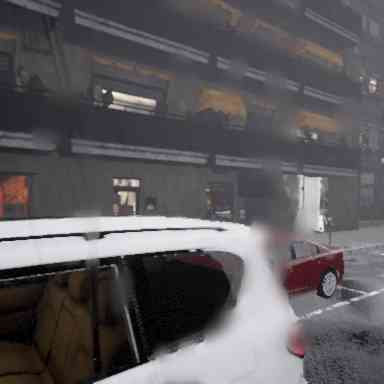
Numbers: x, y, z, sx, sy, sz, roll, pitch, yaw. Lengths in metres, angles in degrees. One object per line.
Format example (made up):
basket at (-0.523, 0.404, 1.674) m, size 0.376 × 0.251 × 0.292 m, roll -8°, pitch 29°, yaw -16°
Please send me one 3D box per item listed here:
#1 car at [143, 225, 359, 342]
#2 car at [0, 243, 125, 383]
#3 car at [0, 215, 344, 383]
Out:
car at (1.433, 1.587, 7.103) m, size 4.507 × 1.381 × 1.887 m, roll 1°, pitch 0°, yaw -35°
car at (-3.188, 1.563, 3.816) m, size 4.313 × 1.339 × 1.947 m, roll 1°, pitch 0°, yaw -35°
car at (-1.728, 1.218, 1.717) m, size 5.566 × 2.045 × 2.150 m, roll 1°, pitch 0°, yaw -35°
